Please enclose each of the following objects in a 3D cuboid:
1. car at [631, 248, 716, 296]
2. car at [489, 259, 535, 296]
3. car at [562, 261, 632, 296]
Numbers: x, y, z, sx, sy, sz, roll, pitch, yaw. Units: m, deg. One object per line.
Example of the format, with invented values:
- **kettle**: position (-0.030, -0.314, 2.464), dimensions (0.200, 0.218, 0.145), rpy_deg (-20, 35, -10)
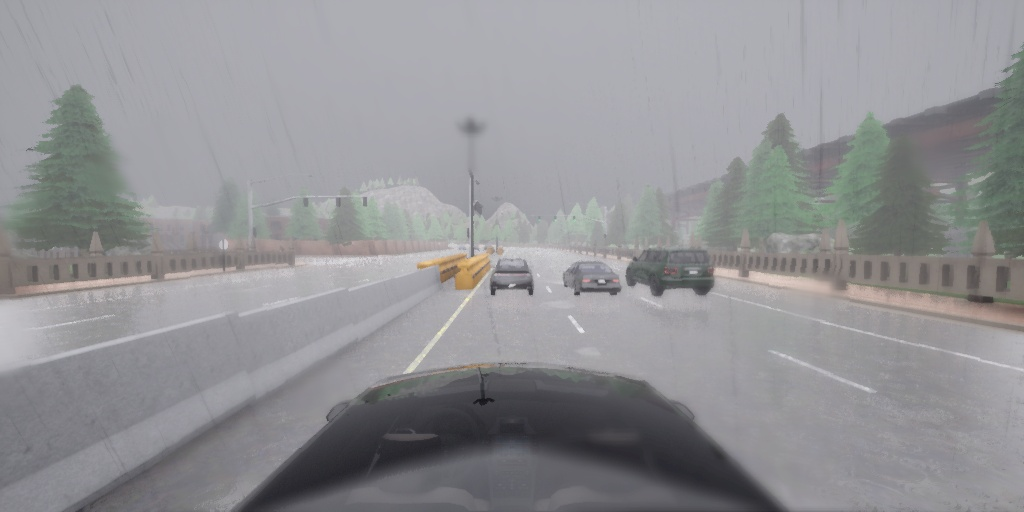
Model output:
- **car**: position (7.007, 0.628, 16.445), dimensions (2.150, 2.045, 5.566), rpy_deg (0, 2, 0)
- **car**: position (0.007, 0.865, 16.462), dimensions (2.128, 1.511, 4.902), rpy_deg (0, 2, 0)
- **car**: position (3.507, 0.934, 16.446), dimensions (2.033, 1.411, 5.357), rpy_deg (0, 2, 0)
